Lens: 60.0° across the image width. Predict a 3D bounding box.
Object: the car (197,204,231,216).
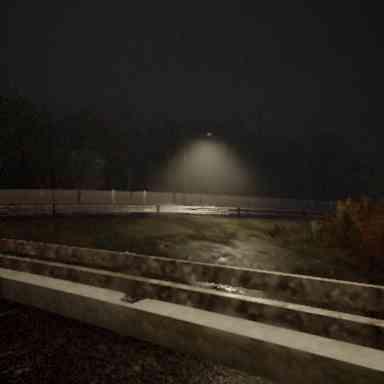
[{"bbox_3d":[3.042,2.432,45.359,4.892,1.490,1.837,3,-2,-26],"label":"car"}]
